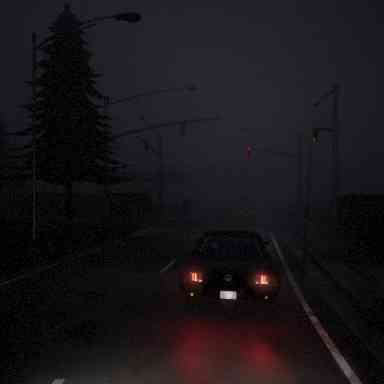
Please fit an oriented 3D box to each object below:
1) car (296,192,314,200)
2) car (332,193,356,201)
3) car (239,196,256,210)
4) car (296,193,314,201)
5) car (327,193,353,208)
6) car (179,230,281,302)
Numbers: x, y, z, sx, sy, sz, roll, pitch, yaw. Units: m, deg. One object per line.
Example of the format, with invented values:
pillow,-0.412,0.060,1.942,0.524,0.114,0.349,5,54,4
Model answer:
car,27.233,1.058,79.946,3.866,1.878,1.905,0,0,10
car,34.415,1.080,75.350,4.605,1.855,1.932,0,0,10
car,7.177,1.342,43.231,2.097,1.767,4.553,0,0,10
car,26.057,1.343,76.777,3.806,1.475,1.970,0,0,10
car,20.189,1.320,43.026,5.027,1.636,2.152,0,0,10
car,0.979,1.599,8.289,1.895,1.301,4.718,0,0,8
